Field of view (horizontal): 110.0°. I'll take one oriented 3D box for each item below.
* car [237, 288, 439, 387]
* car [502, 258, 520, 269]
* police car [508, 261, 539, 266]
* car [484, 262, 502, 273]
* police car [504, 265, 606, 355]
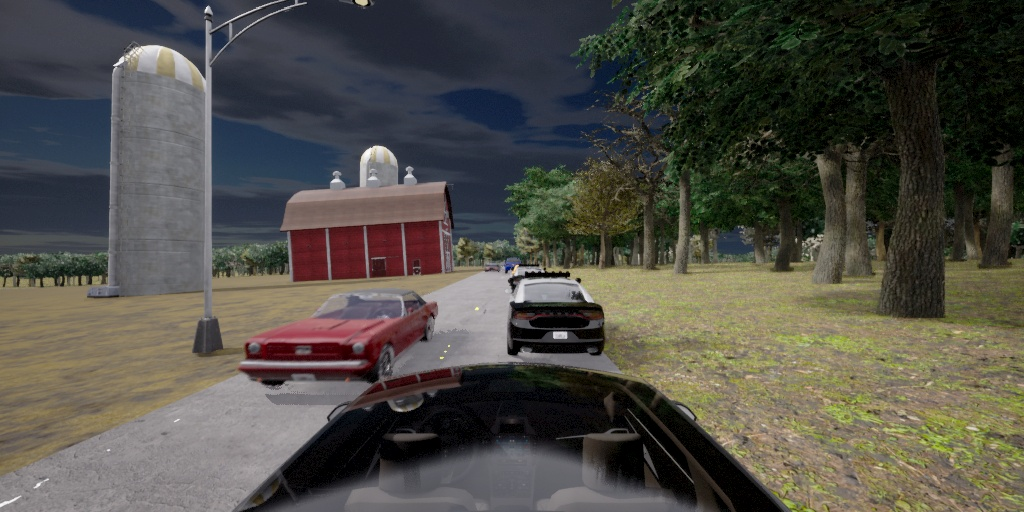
[{"bbox_3d":[-2.831,1.357,7.086,1.895,1.301,4.718,0,0,0],"label":"car"},{"bbox_3d":[0.200,1.261,47.317,2.150,2.045,5.566,0,0,0],"label":"car"},{"bbox_3d":[0.885,1.230,18.840,1.930,1.638,5.238,0,0,0],"label":"police car"},{"bbox_3d":[-2.678,1.622,49.431,1.994,1.385,4.181,0,0,0],"label":"car"},{"bbox_3d":[0.850,1.187,8.837,1.930,1.638,5.238,0,0,0],"label":"police car"}]
